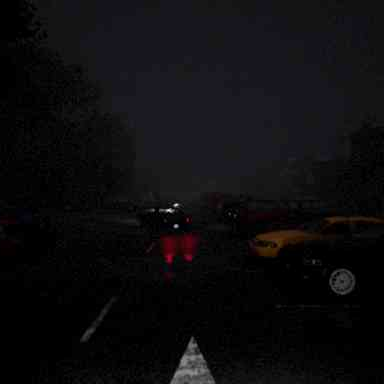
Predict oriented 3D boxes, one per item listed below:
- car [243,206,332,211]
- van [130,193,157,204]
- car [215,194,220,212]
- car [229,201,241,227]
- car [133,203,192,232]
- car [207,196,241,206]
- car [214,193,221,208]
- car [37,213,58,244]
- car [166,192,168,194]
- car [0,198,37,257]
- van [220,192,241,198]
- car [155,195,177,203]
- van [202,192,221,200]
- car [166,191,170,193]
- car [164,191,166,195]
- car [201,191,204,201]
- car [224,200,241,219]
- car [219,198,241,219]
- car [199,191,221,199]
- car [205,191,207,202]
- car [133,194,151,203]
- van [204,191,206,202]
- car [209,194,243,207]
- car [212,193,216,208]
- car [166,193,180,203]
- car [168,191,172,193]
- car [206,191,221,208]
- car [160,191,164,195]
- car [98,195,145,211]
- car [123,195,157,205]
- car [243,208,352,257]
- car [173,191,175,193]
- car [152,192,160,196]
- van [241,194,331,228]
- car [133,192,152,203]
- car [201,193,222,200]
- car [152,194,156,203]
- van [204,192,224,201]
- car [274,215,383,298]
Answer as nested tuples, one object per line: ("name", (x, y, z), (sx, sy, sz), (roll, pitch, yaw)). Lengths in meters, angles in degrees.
("car", (4.718, 1.465, 13.448), (4.792, 1.488, 2.163), (0, 0, 0))
("van", (-8.442, 1.118, 57.738), (4.442, 1.987, 1.878), (0, 0, 0))
("car", (4.719, 1.275, 30.268), (4.553, 1.767, 2.185), (0, 0, 0))
("car", (4.777, 1.454, 19.055), (4.792, 1.488, 2.163), (0, 0, 0))
("car", (-1.801, 1.543, 19.950), (1.895, 1.301, 4.718), (0, 0, -25))
("car", (4.759, 1.361, 49.891), (4.892, 1.521, 2.231), (0, 0, 0))
("car", (4.782, 1.269, 33.071), (4.553, 1.767, 2.185), (0, 0, 0))
("car", (-8.304, 1.185, 13.084), (5.566, 2.045, 2.435), (0, 0, 0))
("car", (-8.508, 1.275, 71.622), (5.366, 1.575, 1.946), (0, 0, 0))
("car", (-8.304, 1.191, 10.423), (5.566, 2.045, 2.435), (0, 0, 0))
("van", (4.866, 1.181, 27.464), (4.442, 1.987, 1.878), (0, 0, 0))
("car", (-3.332, 1.419, 43.450), (1.812, 1.442, 4.674), (0, 0, 0))
("van", (4.641, 0.969, 80.734), (4.442, 1.987, 1.878), (0, 1, 0))
("car", (-8.317, 1.231, 77.177), (4.892, 1.521, 2.231), (0, 1, 0))
("car", (-8.296, 1.075, 63.291), (5.566, 2.045, 2.435), (0, 0, 0))
("car", (4.782, 1.091, 58.301), (5.566, 2.045, 2.435), (0, 0, 0))
("car", (4.778, 1.448, 21.858), (4.792, 1.488, 2.163), (0, 0, 0))
("car", (4.754, 1.412, 24.662), (5.008, 1.535, 2.097), (0, 0, 0))
("car", (4.787, 0.860, 89.143), (5.566, 2.045, 2.435), (0, 1, 0))
("car", (4.780, 1.126, 41.481), (5.566, 2.045, 2.435), (0, 0, 0))
("car", (-8.143, 1.375, 41.085), (5.366, 1.575, 1.946), (0, 0, 0))
("van", (4.637, 1.128, 52.694), (4.442, 1.987, 1.878), (0, 0, 0))
("car", (4.721, 1.240, 47.088), (4.553, 1.767, 2.185), (0, 0, 0))
("car", (4.782, 1.263, 35.874), (4.553, 1.767, 2.185), (0, 0, 0))
("car", (-3.274, 1.421, 60.545), (1.994, 1.385, 4.181), (0, 0, 1))
("car", (-8.293, 0.951, 79.949), (5.566, 2.045, 2.435), (0, 1, 0))
("car", (4.780, 1.132, 38.677), (5.566, 2.045, 2.435), (0, 0, 0))
("car", (-8.354, 1.086, 60.514), (5.566, 2.045, 2.435), (0, 0, 0))
("car", (-8.334, 1.385, 38.308), (4.892, 1.521, 2.231), (0, 0, 0))
("car", (-8.512, 1.346, 54.964), (5.366, 1.575, 1.946), (0, 0, 0))
("car", (4.561, 1.439, 10.645), (5.366, 1.575, 1.946), (0, 0, 0))
("car", (-8.134, 1.061, 93.828), (5.366, 1.575, 1.946), (0, 1, 0))
("car", (-8.355, 1.104, 52.187), (5.566, 2.045, 2.435), (0, 0, 0))
("van", (4.865, 1.204, 16.251), (4.442, 1.987, 1.878), (0, 0, 0))
("car", (-8.358, 1.241, 46.635), (4.553, 1.767, 2.185), (0, 0, 0))
("car", (4.944, 1.136, 86.342), (5.366, 1.575, 1.946), (0, 1, 0))
("car", (-8.298, 1.390, 49.413), (4.792, 1.488, 2.163), (0, 0, 0))
("van", (4.873, 1.023, 75.124), (4.442, 1.987, 1.878), (0, 1, 0))
("car", (4.752, 1.449, 7.845), (5.008, 1.535, 2.097), (0, 0, 0))
